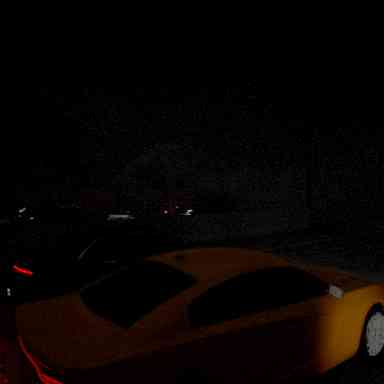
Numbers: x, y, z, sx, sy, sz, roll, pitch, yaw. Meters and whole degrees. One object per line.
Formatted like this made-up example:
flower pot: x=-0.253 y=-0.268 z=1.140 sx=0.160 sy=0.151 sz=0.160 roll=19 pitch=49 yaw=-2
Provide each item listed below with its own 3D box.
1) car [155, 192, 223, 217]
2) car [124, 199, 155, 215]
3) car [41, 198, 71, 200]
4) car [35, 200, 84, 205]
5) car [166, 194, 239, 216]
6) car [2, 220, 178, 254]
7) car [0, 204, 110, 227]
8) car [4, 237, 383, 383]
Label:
car: x=0.283 y=1.054 z=25.742 sx=5.566 sy=2.045 sz=2.150 roll=-1 pitch=0 yaw=-38
car: x=-3.652 y=1.378 z=31.566 sx=5.357 sy=1.411 sz=2.033 roll=-1 pitch=0 yaw=-38
car: x=-11.261 y=1.287 z=25.931 sx=4.553 sy=1.767 sz=2.097 roll=-1 pitch=0 yaw=-35
car: x=-7.506 y=1.431 z=20.011 sx=4.902 sy=1.511 sz=2.128 roll=-1 pitch=0 yaw=-35
car: x=0.934 y=1.205 z=21.790 sx=4.553 sy=1.767 sz=2.097 roll=-1 pitch=0 yaw=-35
car: x=-1.201 y=1.469 z=7.188 sx=4.892 sy=1.490 sz=1.837 roll=0 pitch=0 yaw=-36
car: x=-6.687 y=1.504 z=16.296 sx=5.357 sy=1.411 sz=2.033 roll=-1 pitch=0 yaw=-35
car: x=0.546 y=1.447 z=4.135 sx=5.008 sy=1.535 sz=1.882 roll=0 pitch=0 yaw=-35
